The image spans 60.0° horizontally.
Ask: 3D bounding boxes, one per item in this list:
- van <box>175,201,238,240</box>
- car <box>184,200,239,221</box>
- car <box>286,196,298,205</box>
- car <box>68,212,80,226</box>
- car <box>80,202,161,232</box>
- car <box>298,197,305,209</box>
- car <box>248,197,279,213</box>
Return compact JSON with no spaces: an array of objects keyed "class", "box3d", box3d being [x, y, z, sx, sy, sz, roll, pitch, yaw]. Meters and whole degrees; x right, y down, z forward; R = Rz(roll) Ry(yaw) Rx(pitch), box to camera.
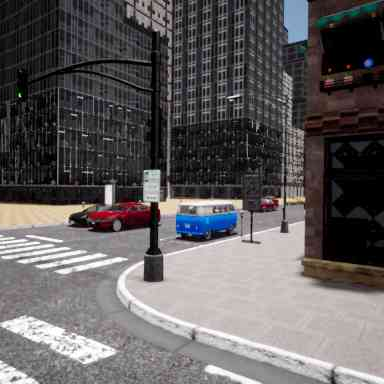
[{"class":"van","box3d":[0.862,1.368,17.019,1.690,1.788,3.998,1,1,36]},{"class":"car","box3d":[1.779,1.469,28.268,2.033,1.411,5.357,1,1,36]},{"class":"car","box3d":[16.446,1.364,53.271,1.752,1.417,4.829,1,1,36]},{"class":"car","box3d":[-5.961,1.467,21.892,1.947,1.339,4.313,1,1,36]},{"class":"car","box3d":[-3.975,1.418,20.209,1.882,1.535,5.008,1,1,34]},{"class":"car","box3d":[15.654,1.429,42.299,2.128,1.511,4.902,1,1,36]},{"class":"car","box3d":[7.777,1.505,36.660,1.895,1.301,4.718,1,1,36]}]
